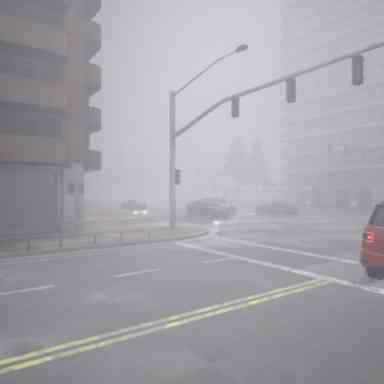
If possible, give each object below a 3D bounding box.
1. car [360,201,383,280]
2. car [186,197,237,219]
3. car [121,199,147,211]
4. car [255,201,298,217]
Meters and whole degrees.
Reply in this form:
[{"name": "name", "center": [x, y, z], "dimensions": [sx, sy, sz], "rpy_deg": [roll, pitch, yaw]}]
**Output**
[{"name": "car", "center": [6.531, 1.216, 8.931], "dimensions": [5.566, 2.045, 2.150], "rpy_deg": [0, 0, -42]}, {"name": "car", "center": [1.340, 1.493, 28.789], "dimensions": [1.837, 1.490, 4.892], "rpy_deg": [0, 0, -35]}, {"name": "car", "center": [-7.189, 1.558, 41.044], "dimensions": [1.994, 1.385, 4.181], "rpy_deg": [0, 0, -35]}, {"name": "car", "center": [7.990, 1.548, 31.753], "dimensions": [1.994, 1.385, 4.181], "rpy_deg": [0, 0, -35]}]
